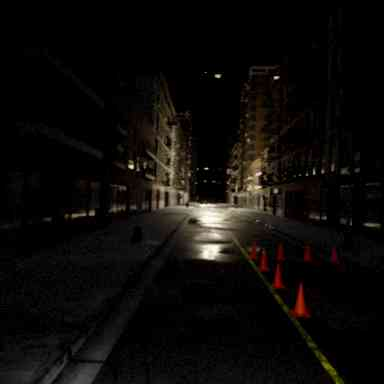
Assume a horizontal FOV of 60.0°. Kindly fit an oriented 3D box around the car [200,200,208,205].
[{"bbox_3d":[3.383,2.983,94.605,2.128,1.511,4.902,2,-1,2],"label":"car"}]

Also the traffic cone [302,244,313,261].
[{"bbox_3d":[4.351,2.272,12.524,0.340,0.580,0.340,2,-1,2],"label":"traffic cone"}]

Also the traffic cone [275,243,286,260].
[{"bbox_3d":[3.352,2.234,12.558,0.340,0.580,0.340,2,-1,2],"label":"traffic cone"}]

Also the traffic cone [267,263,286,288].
[{"bbox_3d":[2.220,2.143,8.595,0.340,0.580,0.340,2,-1,2],"label":"traffic cone"}]

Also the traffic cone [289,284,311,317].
[{"bbox_3d":[2.153,2.117,6.596,0.340,0.580,0.340,2,-1,2],"label":"traffic cone"}]

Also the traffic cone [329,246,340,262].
[{"bbox_3d":[5.351,2.310,12.491,0.340,0.580,0.340,2,-1,2],"label":"traffic cone"}]

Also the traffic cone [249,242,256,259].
[{"bbox_3d":[2.354,2.197,12.592,0.340,0.580,0.340,2,-1,2],"label":"traffic cone"}]

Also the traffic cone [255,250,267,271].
[{"bbox_3d":[2.287,2.170,10.594,0.340,0.580,0.340,2,-1,2],"label":"traffic cone"}]
